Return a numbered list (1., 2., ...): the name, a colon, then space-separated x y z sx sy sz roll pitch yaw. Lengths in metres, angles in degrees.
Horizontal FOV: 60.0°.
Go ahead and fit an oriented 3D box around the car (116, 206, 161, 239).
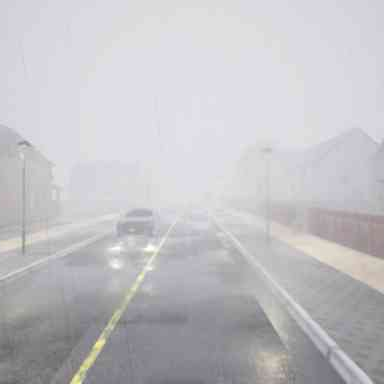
1. car: -2.803 1.558 18.236 1.882 1.535 5.008 0 -1 0
